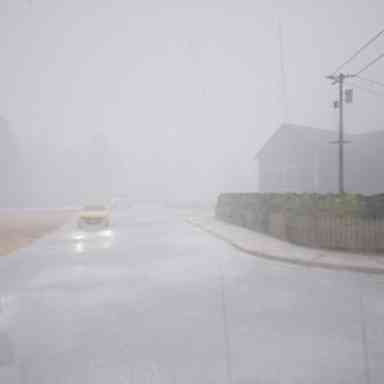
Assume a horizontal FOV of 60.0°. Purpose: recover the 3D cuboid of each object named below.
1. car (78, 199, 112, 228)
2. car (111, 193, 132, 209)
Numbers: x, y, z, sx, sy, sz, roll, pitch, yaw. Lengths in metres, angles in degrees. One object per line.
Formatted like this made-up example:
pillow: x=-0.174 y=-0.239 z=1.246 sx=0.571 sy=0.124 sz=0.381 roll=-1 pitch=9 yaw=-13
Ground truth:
car: x=-6.432 y=1.457 z=22.087 sx=1.882 sy=1.535 sz=5.008 roll=0 pitch=0 yaw=-14
car: x=-9.607 y=1.173 z=45.016 sx=2.150 sy=2.045 sz=5.566 roll=0 pitch=-1 yaw=-22
